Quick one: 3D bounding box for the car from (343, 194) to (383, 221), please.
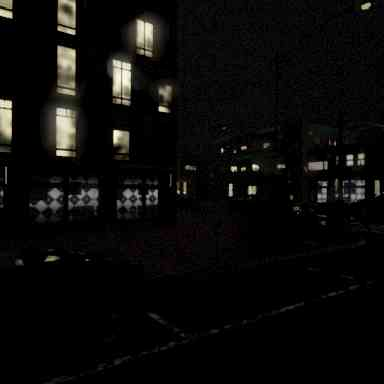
[{"bbox_3d":[13.901,1.123,23.277,5.566,2.045,2.150,2,3,45],"label":"car"}]

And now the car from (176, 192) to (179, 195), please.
[{"bbox_3d":[-0.614,1.101,47.633,2.008,1.369,4.403,1,0,-36],"label":"car"}]

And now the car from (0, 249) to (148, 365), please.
[{"bbox_3d":[-2.695,1.566,4.633,4.313,1.339,1.947,0,0,-36],"label":"car"}]

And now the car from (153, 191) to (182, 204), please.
[{"bbox_3d":[-3.898,0.793,52.097,2.192,1.841,5.009,1,0,-36],"label":"car"}]

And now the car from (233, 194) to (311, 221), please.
[{"bbox_3d":[5.802,1.101,24.801,2.192,1.841,5.009,1,0,-36],"label":"car"}]

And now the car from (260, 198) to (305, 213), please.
[{"bbox_3d":[9.254,1.340,34.236,1.802,1.307,4.206,1,0,-36],"label":"car"}]

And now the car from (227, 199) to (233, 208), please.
[{"bbox_3d":[5.966,1.130,38.703,1.967,1.590,4.097,1,0,-36],"label":"car"}]

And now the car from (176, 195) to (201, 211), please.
[{"bbox_3d":[-0.783,1.230,33.732,1.802,1.307,4.206,1,0,-36],"label":"car"}]

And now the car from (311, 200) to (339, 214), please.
[{"bbox_3d":[12.543,1.371,29.771,1.887,1.381,4.507,1,0,-36],"label":"car"}]
